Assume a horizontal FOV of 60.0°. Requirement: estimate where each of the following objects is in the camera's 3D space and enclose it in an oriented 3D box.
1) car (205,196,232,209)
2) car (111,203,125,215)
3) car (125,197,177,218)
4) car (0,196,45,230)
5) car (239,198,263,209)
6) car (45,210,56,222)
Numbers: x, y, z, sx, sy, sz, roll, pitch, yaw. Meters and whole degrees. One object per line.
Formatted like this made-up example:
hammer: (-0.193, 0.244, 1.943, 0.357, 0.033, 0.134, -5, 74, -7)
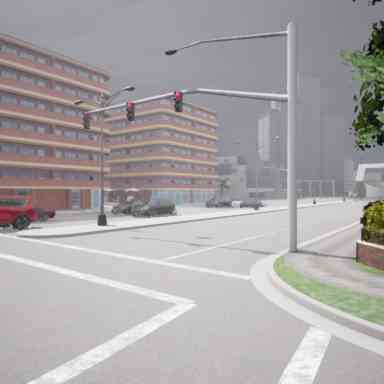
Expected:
car: (3.705, 1.354, 45.909, 2.097, 1.767, 4.553, 0, 0, 36)
car: (-5.820, 1.526, 32.868, 1.812, 1.442, 4.674, 0, 0, 36)
car: (-3.431, 1.351, 30.191, 2.097, 1.767, 4.553, 0, 0, 36)
car: (-11.697, 1.224, 18.848, 2.150, 2.045, 5.566, 0, 0, 36)
car: (8.190, 1.564, 46.109, 1.994, 1.385, 4.181, 0, 0, 36)
car: (-12.382, 1.601, 23.849, 1.895, 1.301, 4.718, 0, 0, 36)
